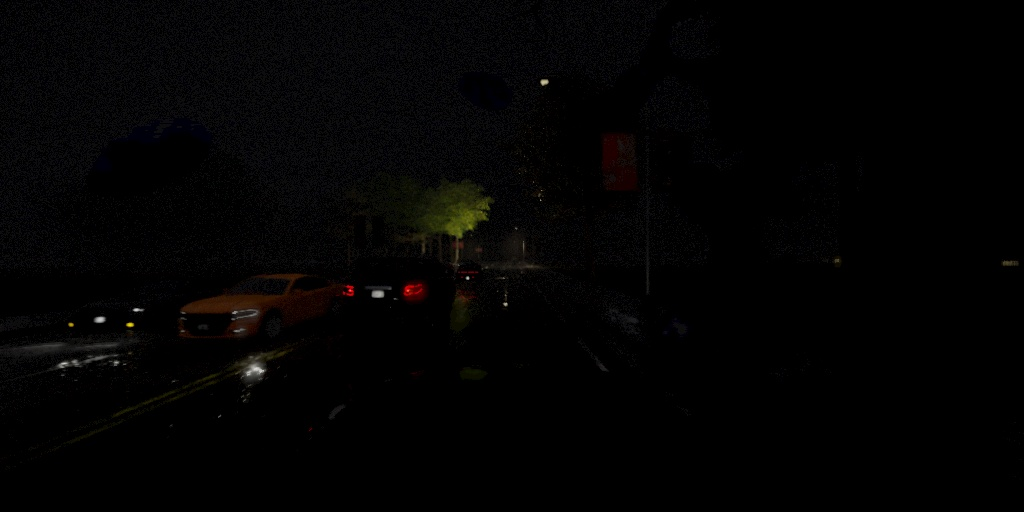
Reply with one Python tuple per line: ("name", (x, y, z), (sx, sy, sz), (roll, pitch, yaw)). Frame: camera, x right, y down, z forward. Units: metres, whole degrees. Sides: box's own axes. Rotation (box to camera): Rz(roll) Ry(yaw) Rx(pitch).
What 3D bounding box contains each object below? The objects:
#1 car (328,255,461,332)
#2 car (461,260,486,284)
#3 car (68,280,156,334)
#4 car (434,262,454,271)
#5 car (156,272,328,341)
("car", (-3.149, 0.996, 11.110), (2.150, 2.045, 5.566), (0, 0, 0))
("car", (-3.148, 1.324, 27.869), (1.837, 1.490, 4.892), (0, 0, 0))
("car", (-9.849, 1.338, 10.557), (1.994, 1.385, 4.181), (0, 0, 0))
("car", (-9.815, 1.494, 52.002), (1.895, 1.301, 4.718), (0, 0, 0))
("car", (-6.600, 1.250, 10.158), (1.882, 1.535, 5.008), (0, 0, 0))
